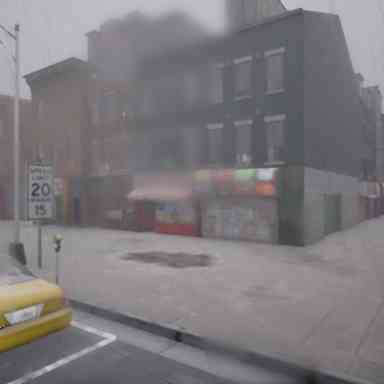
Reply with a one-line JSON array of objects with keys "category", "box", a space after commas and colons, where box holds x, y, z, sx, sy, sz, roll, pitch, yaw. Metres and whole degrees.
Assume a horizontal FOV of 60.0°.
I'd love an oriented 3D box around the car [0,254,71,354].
[{"category": "car", "box": [-4.062, 1.587, 5.700, 4.829, 1.417, 1.752, -1, 0, 35]}]
